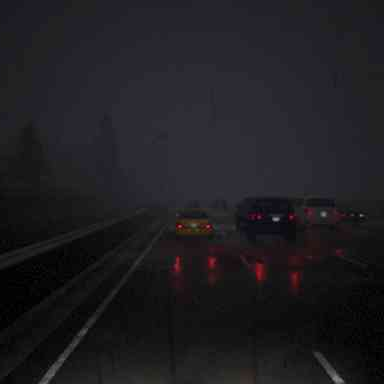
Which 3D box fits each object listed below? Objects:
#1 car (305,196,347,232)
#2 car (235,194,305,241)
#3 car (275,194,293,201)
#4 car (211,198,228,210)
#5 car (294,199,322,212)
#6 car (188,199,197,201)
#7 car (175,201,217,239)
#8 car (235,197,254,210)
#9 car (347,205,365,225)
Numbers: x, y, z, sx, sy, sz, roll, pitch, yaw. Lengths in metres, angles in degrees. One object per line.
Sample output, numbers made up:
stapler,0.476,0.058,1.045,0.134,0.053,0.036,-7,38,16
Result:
car,7.091,1.260,20.599,2.150,2.045,5.566,0,0,0
car,3.591,1.252,16.867,2.150,2.045,5.566,0,0,0
car,22.885,1.361,82.742,3.866,1.878,1.905,0,0,0
car,3.581,1.583,43.763,1.837,1.490,4.892,0,0,0
car,14.085,1.599,40.596,1.812,1.442,4.674,0,0,0
car,0.081,1.639,43.206,1.994,1.385,4.181,0,0,0
car,0.091,1.486,17.398,1.801,1.575,5.366,0,0,0
car,7.080,1.558,45.299,1.882,1.535,5.008,0,0,0
car,10.587,1.592,24.437,2.033,1.411,5.357,0,0,0
